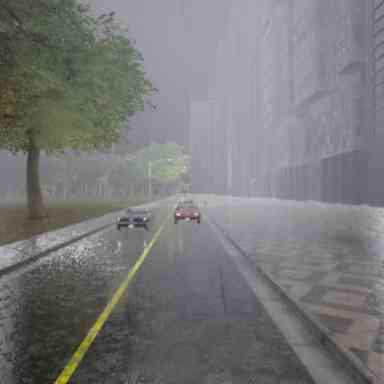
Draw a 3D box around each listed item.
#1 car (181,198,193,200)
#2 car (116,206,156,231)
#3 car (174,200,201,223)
[{"bbox_3d":[-0.646,1.422,39.479,2.128,1.511,4.902,0,0,-1],"label":"car"},{"bbox_3d":[-3.373,1.573,20.501,1.895,1.301,4.718,0,0,-1],"label":"car"},{"bbox_3d":[-0.358,1.550,24.820,1.895,1.301,4.718,0,0,-1],"label":"car"}]
